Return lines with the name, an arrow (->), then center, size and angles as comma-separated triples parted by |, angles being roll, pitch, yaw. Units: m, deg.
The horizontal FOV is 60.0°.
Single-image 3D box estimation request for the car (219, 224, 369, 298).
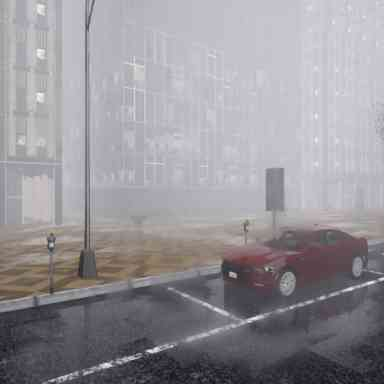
car -> 2.717, 1.545, 8.484 | 4.507, 1.381, 1.887 | 0, 0, -35
